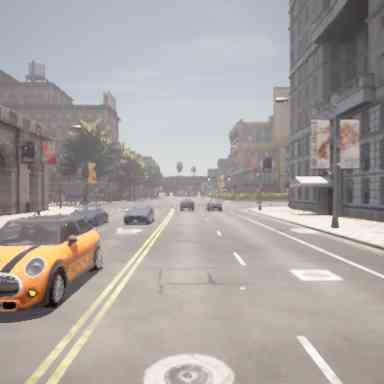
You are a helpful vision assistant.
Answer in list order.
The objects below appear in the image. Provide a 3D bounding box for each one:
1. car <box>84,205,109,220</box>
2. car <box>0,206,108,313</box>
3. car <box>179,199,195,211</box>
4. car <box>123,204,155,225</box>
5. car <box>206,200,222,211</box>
[{"bbox_3d":[-7.333,1.653,23.825,1.994,1.385,4.181,0,0,0],"label":"car"},{"bbox_3d":[-3.683,1.383,7.967,2.097,1.767,4.553,0,0,-1],"label":"car"},{"bbox_3d":[-0.627,1.666,43.574,1.837,1.490,4.892,0,0,-1],"label":"car"},{"bbox_3d":[-3.920,1.642,25.483,2.033,1.411,5.357,0,0,-1],"label":"car"},{"bbox_3d":[2.872,1.707,43.437,2.033,1.411,5.357,0,0,-1],"label":"car"}]
